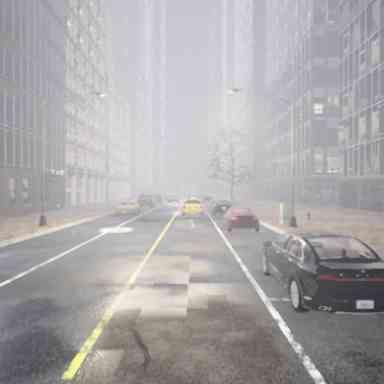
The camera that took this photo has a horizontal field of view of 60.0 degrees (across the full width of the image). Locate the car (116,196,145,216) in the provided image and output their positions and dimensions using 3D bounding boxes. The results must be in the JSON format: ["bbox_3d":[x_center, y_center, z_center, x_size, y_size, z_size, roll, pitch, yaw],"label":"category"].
[{"bbox_3d":[-5.688,1.320,29.962,1.752,1.417,4.829,0,0,0],"label":"car"}]

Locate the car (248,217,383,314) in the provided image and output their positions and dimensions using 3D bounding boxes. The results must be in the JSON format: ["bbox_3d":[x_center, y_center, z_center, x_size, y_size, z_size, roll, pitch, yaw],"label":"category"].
[{"bbox_3d":[2.689,1.500,7.349,2.008,1.369,4.403,0,0,0],"label":"car"}]

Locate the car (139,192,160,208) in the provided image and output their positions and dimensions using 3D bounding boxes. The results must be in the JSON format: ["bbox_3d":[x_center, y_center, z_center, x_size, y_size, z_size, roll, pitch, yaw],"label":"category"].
[{"bbox_3d":[-5.687,1.027,41.513,2.192,1.841,5.009,0,0,0],"label":"car"}]

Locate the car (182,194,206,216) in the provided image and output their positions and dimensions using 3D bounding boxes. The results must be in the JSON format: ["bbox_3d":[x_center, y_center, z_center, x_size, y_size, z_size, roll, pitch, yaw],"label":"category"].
[{"bbox_3d":[0.087,1.250,30.046,1.801,1.575,5.366,0,0,0],"label":"car"}]

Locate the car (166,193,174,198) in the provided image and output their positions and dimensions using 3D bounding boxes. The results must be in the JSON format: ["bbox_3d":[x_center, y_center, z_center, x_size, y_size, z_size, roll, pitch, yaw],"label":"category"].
[{"bbox_3d":[-5.677,0.926,87.052,1.947,1.339,4.313,0,0,0],"label":"car"}]

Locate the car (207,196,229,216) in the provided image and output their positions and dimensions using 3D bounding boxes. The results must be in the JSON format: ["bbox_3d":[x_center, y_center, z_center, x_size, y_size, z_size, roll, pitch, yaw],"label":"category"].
[{"bbox_3d":[2.693,1.359,30.117,1.947,1.339,4.313,0,0,0],"label":"car"}]

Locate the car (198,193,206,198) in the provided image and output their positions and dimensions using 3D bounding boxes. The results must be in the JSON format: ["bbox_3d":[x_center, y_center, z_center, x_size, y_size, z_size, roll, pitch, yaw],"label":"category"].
[{"bbox_3d":[2.705,0.879,92.734,1.947,1.339,4.313,0,0,0],"label":"car"}]

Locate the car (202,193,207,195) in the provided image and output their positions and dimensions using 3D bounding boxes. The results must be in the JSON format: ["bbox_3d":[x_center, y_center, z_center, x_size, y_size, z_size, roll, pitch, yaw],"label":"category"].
[{"bbox_3d":[2.699,1.135,58.578,2.008,1.369,4.403,0,0,0],"label":"car"}]

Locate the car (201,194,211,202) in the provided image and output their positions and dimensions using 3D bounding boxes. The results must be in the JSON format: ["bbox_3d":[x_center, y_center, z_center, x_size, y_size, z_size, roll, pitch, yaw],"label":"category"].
[{"bbox_3d":[2.700,1.065,64.441,1.752,1.417,4.829,0,0,0],"label":"car"}]

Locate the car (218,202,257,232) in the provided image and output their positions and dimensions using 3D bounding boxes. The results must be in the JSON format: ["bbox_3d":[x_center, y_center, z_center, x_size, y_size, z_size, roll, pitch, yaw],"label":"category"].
[{"bbox_3d":[2.691,1.454,18.735,1.802,1.307,4.206,0,0,0],"label":"car"}]

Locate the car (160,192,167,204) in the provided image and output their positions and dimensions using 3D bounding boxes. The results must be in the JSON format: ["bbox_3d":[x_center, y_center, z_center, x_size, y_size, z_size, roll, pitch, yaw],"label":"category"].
[{"bbox_3d":[-5.685,0.942,52.898,2.192,1.841,5.009,0,0,0],"label":"car"}]

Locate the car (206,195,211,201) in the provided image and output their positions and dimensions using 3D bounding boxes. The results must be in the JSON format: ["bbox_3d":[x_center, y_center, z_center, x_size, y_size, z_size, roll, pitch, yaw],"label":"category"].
[{"bbox_3d":[2.694,1.303,35.810,2.008,1.369,4.403,0,0,0],"label":"car"}]

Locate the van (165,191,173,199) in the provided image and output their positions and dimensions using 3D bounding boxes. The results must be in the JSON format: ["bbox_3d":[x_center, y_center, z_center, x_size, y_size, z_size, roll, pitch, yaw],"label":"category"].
[{"bbox_3d":[-5.678,0.748,81.356,1.690,1.788,3.998,0,0,0],"label":"van"}]

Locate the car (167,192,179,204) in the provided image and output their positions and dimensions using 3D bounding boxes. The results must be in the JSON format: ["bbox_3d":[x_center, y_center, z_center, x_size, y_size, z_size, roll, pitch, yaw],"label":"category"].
[{"bbox_3d":[-3.052,1.158,54.992,2.033,1.411,5.357,0,0,1],"label":"car"}]
